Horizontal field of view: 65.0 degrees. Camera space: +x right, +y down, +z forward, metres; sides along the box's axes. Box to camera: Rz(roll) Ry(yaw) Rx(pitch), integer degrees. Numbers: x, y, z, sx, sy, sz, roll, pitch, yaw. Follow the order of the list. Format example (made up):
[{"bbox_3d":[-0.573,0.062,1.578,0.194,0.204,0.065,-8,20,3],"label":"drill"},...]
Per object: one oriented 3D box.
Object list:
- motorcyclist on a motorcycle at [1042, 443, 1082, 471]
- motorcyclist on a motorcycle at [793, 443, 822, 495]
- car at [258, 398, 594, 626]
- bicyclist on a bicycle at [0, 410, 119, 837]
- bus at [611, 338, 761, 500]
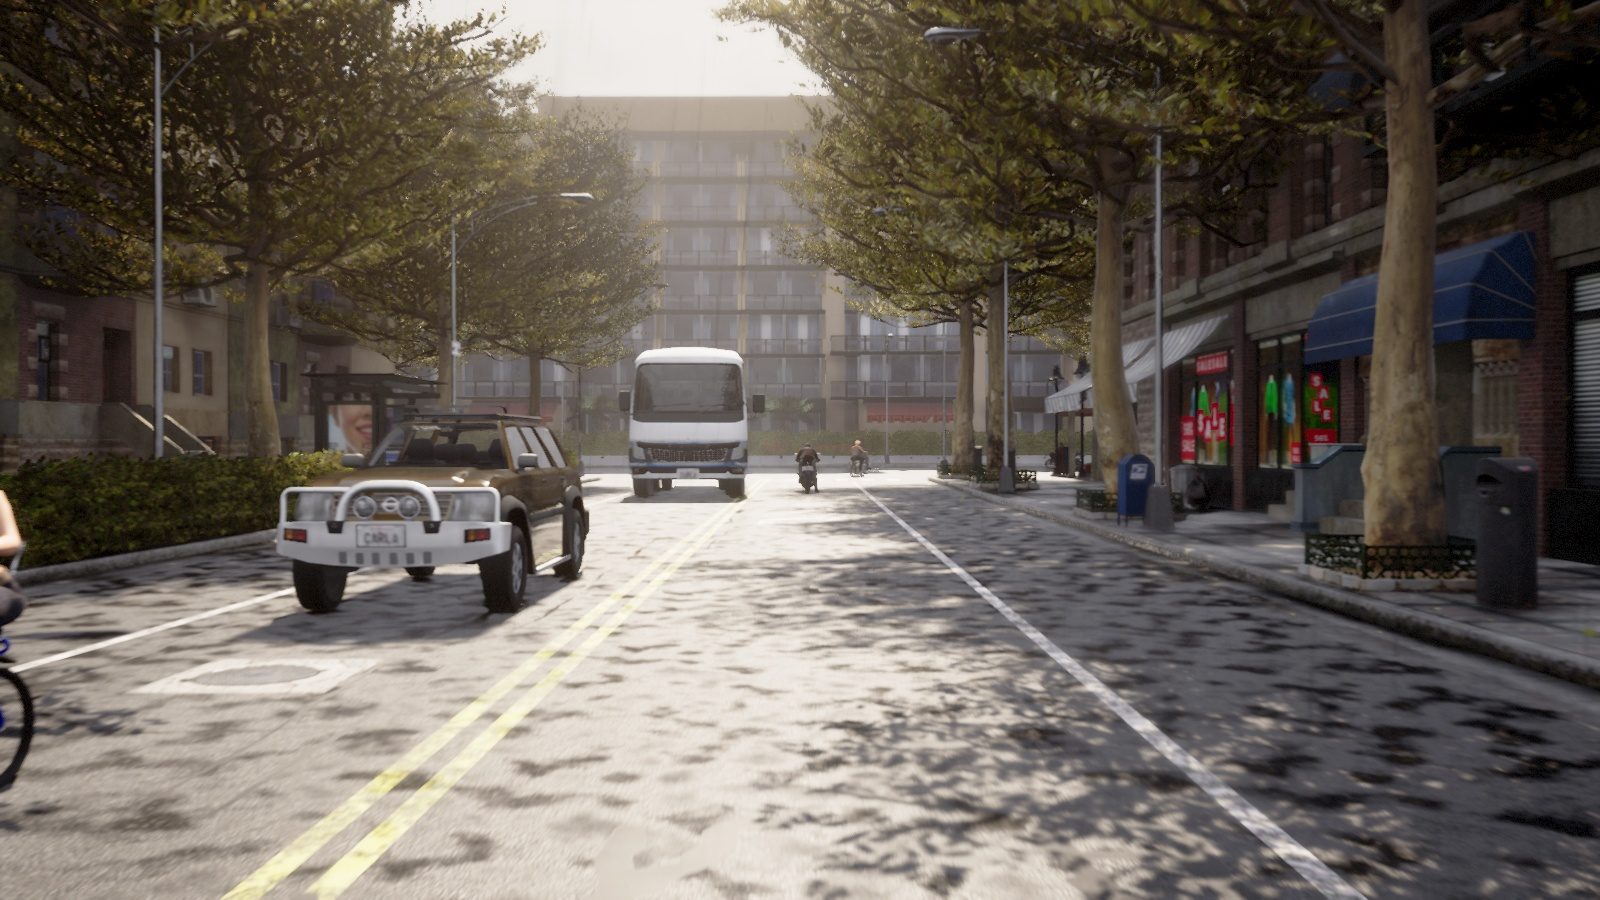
[{"bbox_3d":[14.330,0.353,68.729,2.044,1.523,0.797,0,0,0],"label":"motorcyclist on a motorcycle"},{"bbox_3d":[0.233,0.565,38.358,0.866,1.530,2.191,0,0,0],"label":"motorcyclist on a motorcycle"},{"bbox_3d":[-3.412,0.490,12.492,1.932,1.855,4.605,0,0,0],"label":"car"},{"bbox_3d":[-3.452,0.653,4.801,0.866,1.612,1.509,0,0,1],"label":"bicyclist on a bicycle"},{"bbox_3d":[-3.269,-0.848,38.179,3.944,4.253,10.273,0,0,-3],"label":"bus"}]
